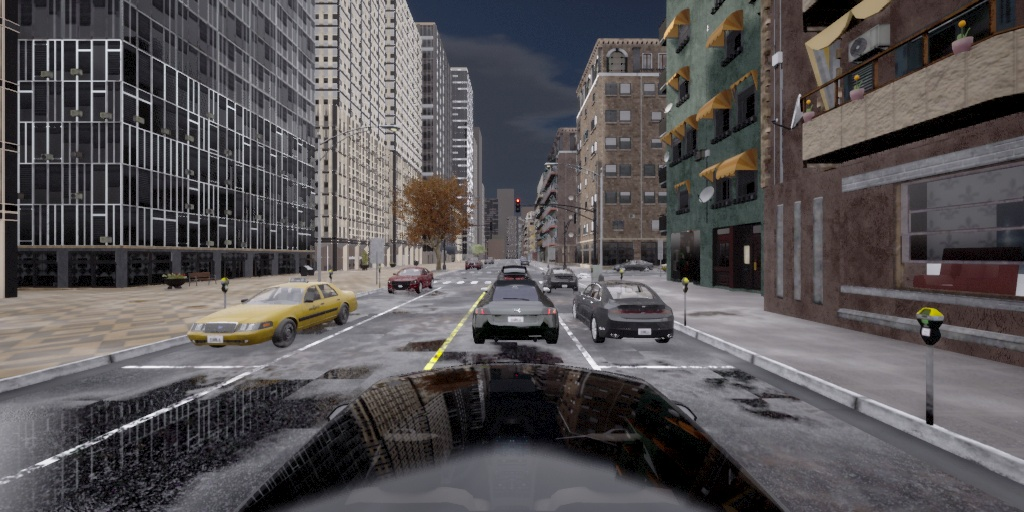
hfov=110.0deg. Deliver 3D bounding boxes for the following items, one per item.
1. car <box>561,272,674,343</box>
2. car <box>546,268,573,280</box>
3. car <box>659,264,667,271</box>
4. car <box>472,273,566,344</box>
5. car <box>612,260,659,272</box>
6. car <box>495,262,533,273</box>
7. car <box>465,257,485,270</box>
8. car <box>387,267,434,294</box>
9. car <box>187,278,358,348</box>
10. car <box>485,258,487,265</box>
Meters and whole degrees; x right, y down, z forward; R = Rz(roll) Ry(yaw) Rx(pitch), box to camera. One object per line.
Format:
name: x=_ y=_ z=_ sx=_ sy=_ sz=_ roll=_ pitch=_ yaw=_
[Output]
car: x=2.691 y=1.301 z=9.450 sx=2.007 sy=1.370 sz=4.403 roll=0 pitch=0 yaw=0
car: x=2.693 y=1.305 z=20.516 sx=2.007 sy=1.370 sz=4.403 roll=0 pitch=0 yaw=0
car: x=18.841 y=1.006 z=39.983 sx=4.829 sy=1.417 sz=1.751 roll=0 pitch=0 yaw=-1
car: x=0.089 y=1.315 z=9.598 sx=1.994 sy=1.385 sz=4.181 roll=0 pitch=0 yaw=0
car: x=13.444 y=1.108 z=39.929 sx=4.403 sy=1.370 sz=2.007 roll=0 pitch=0 yaw=-1
car: x=0.109 y=1.259 z=19.647 sx=1.837 sy=1.490 sz=4.892 roll=0 pitch=0 yaw=-1
car: x=-5.679 y=1.098 z=52.906 sx=2.192 sy=1.841 sz=5.009 roll=0 pitch=0 yaw=0
car: x=-5.687 y=1.299 z=20.518 sx=1.888 sy=1.381 sz=4.507 roll=0 pitch=0 yaw=0
car: x=-5.690 y=1.276 z=9.283 sx=1.751 sy=1.417 sz=4.829 roll=0 pitch=0 yaw=0
car: x=-5.677 y=1.356 z=58.429 sx=1.948 sy=1.339 sz=4.313 roll=0 pitch=0 yaw=0
